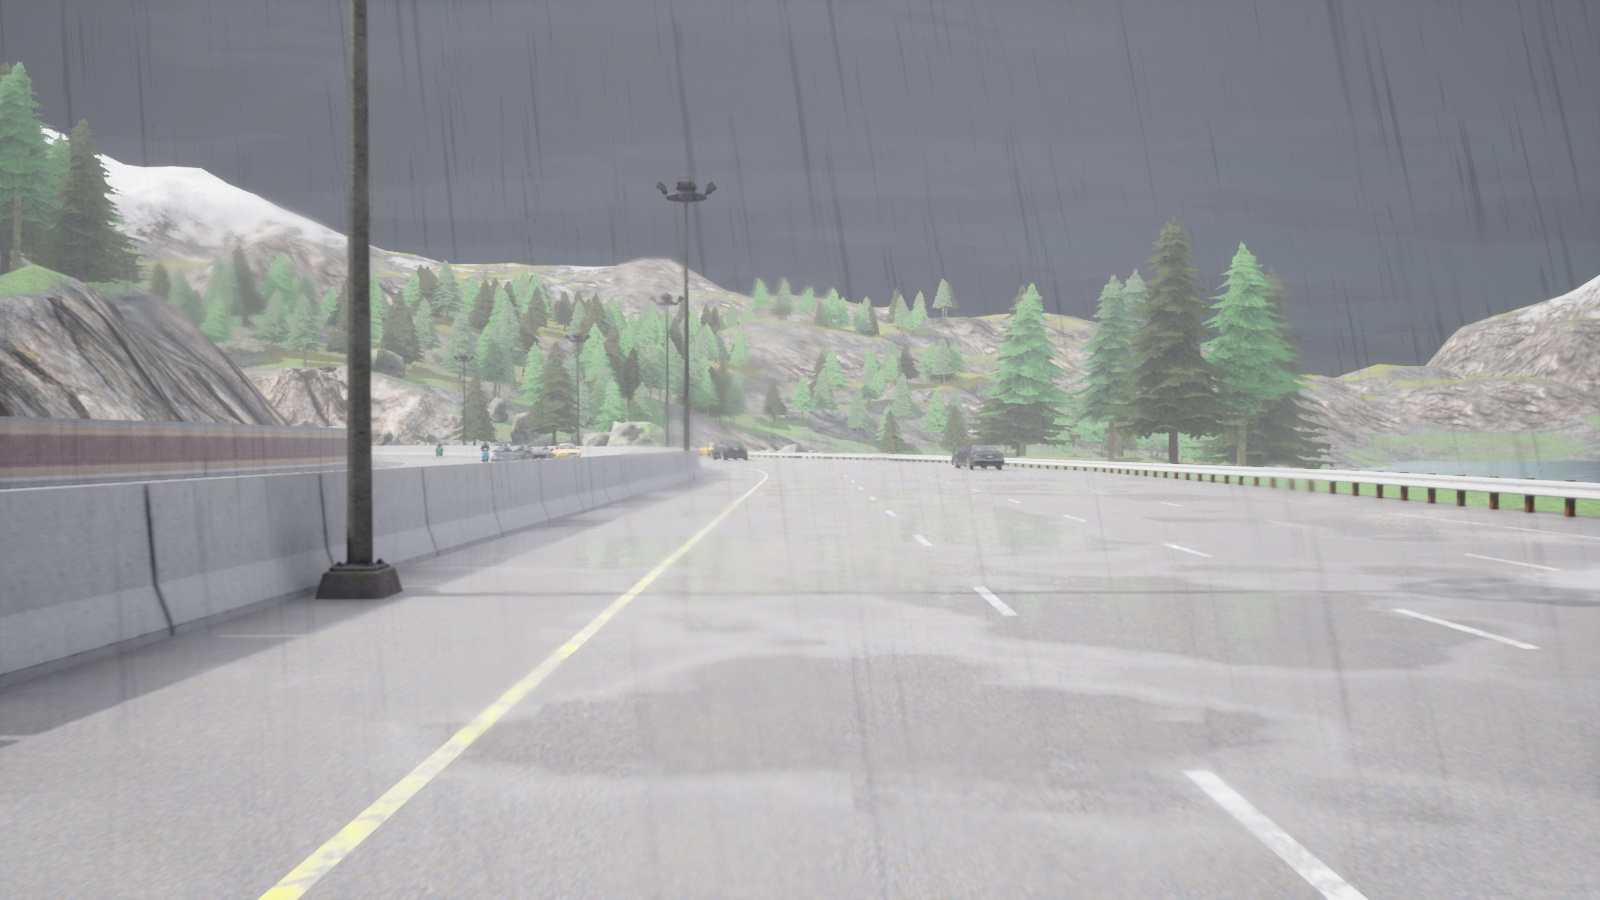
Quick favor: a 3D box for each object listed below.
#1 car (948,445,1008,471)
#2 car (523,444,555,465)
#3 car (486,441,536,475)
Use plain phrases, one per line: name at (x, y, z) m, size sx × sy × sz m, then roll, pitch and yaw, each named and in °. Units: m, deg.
car at (9.851, 0.408, 69.945) m, size 2.033 × 1.411 × 5.357 m, roll 0°, pitch 0°, yaw -7°
car at (-17.700, 0.317, 85.053) m, size 1.994 × 1.385 × 4.181 m, roll 0°, pitch 0°, yaw -14°
car at (-13.993, 0.368, 61.009) m, size 1.789 × 1.549 × 3.705 m, roll 0°, pitch 0°, yaw -4°
